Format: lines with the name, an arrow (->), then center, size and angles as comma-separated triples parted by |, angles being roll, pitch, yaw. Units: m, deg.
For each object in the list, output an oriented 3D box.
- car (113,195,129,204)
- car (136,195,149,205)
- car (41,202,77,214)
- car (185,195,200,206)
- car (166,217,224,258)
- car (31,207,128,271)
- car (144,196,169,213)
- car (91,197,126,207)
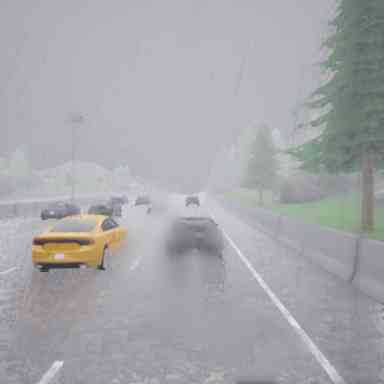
car -> -10.429, 1.113, 48.091 | 1.882, 1.535, 5.008 | 0, 1, 0
car -> -6.929, 1.123, 48.073 | 2.128, 1.511, 4.902 | 0, 1, 0
car -> -10.418, 1.493, 26.741 | 1.994, 1.385, 4.181 | 0, 1, 0
car -> 0.071, 1.143, 47.229 | 1.837, 1.490, 4.892 | 0, 1, 0
car -> 0.090, 1.600, 12.698 | 1.895, 1.301, 4.718 | 0, 0, 0
car -> -3.409, 1.485, 11.031 | 1.882, 1.535, 5.008 | 0, 0, 0
car -> -3.422, 1.435, 34.411 | 1.895, 1.301, 4.718 | 0, 1, 0
car -> -6.918, 1.431, 26.808 | 1.837, 1.490, 4.892 | 0, 1, 0
